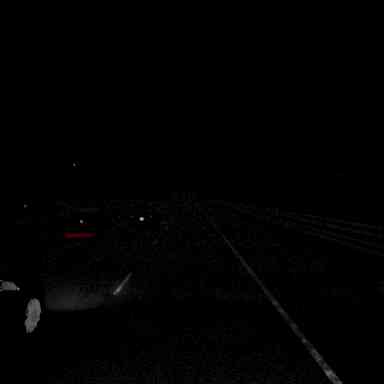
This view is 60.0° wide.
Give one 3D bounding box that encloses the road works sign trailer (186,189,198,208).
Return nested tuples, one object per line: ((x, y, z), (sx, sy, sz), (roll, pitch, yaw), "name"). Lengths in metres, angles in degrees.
((-0.062, 1.187, 64.247), (2.380, 3.560, 2.880), (0, -1, 0), "road works sign trailer")

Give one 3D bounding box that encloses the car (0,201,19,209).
((-24.623, 1.994, 44.840), (2.128, 1.511, 4.902), (0, -1, 0), "car")

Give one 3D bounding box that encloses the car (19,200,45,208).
((-21.123, 1.863, 45.438), (2.097, 1.767, 4.553), (0, -1, 0), "car")

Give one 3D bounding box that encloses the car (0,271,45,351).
((-3.404, 1.547, 3.753), (1.837, 1.490, 4.892), (0, -1, 0), "car")

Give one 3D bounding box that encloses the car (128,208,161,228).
((-3.424, 1.841, 24.649), (1.994, 1.385, 4.181), (0, -1, 0), "car")

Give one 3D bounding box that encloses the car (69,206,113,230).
((-6.922, 1.739, 23.282), (1.882, 1.535, 5.008), (0, -1, 0), "car")

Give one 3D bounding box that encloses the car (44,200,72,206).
((-17.628, 1.983, 44.979), (1.882, 1.535, 5.008), (0, 0, 0), "car")
